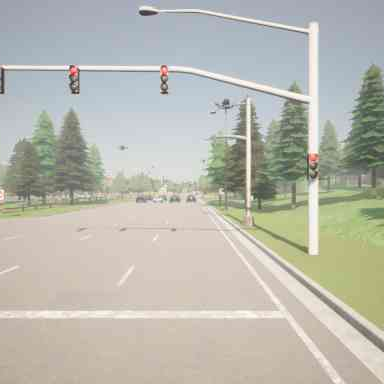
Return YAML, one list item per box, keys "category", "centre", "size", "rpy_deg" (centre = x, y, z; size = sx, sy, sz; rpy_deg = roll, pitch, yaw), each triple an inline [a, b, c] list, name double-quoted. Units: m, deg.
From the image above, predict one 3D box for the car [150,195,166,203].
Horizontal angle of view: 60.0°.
- category: "car"
  centre: [-7.141, 1.587, 70.795]
  size: [1.895, 1.301, 4.718]
  rpy_deg: [0, 0, 0]

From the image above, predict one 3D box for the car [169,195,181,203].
- category: "car"
  centre: [-3.641, 1.347, 70.742]
  size: [2.097, 1.767, 4.553]
  rpy_deg: [0, 0, 0]

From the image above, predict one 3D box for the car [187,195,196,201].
- category: "car"
  centre: [-0.161, 1.385, 80.782]
  size: [1.994, 1.385, 4.181]
  rpy_deg: [0, 0, 0]

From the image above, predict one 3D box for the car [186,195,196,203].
- category: "car"
  centre: [-0.141, 1.346, 70.716]
  size: [2.097, 1.767, 4.553]
  rpy_deg: [0, 0, 0]

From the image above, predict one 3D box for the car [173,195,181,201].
- category: "car"
  centre: [-3.661, 1.356, 80.775]
  size: [1.812, 1.442, 4.674]
  rpy_deg: [0, 0, 0]

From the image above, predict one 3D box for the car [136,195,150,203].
- category: "car"
  centre: [-10.640, 1.492, 70.341]
  size: [1.837, 1.490, 4.892]
  rpy_deg: [0, 0, 0]
